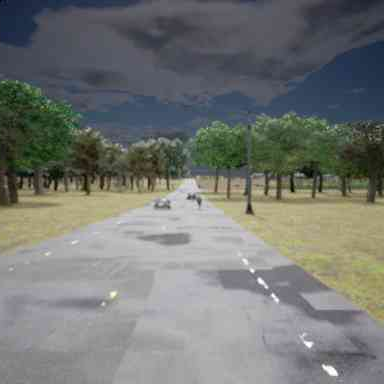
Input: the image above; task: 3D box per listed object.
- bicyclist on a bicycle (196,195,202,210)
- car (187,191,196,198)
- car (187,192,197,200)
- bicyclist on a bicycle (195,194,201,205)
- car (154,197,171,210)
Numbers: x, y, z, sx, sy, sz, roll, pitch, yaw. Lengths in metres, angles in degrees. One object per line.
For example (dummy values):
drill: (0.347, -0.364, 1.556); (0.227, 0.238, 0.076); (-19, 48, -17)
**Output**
bicyclist on a bicycle: (0.943, 1.302, 39.380); (0.582, 1.620, 1.656); (0, 0, 0)
car: (-0.037, 0.644, 79.538); (2.128, 1.511, 4.902); (0, 1, 0)
car: (-0.031, 0.911, 69.310); (1.812, 1.442, 4.674); (0, 1, 0)
bicyclist on a bicycle: (0.922, 1.183, 50.391); (0.866, 1.612, 1.509); (0, 1, 0)
car: (-3.604, 1.328, 41.082); (2.128, 1.511, 4.902); (0, 0, 0)
